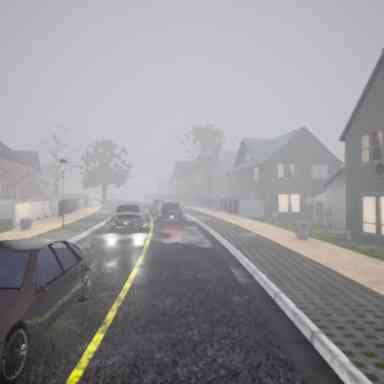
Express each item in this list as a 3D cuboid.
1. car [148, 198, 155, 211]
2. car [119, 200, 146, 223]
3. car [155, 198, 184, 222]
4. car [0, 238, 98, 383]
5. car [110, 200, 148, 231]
[{"bbox_3d":[-4.075,1.450,39.710,1.812,1.442,4.674,0,0,-11],"label":"car"},{"bbox_3d":[-4.666,1.461,26.657,1.837,1.490,4.892,0,0,-7],"label":"car"},{"bbox_3d":[-1.704,1.472,25.603,1.837,1.490,4.892,0,0,-7],"label":"car"},{"bbox_3d":[-3.012,1.545,5.537,2.033,1.411,5.357,0,0,-2],"label":"car"},{"bbox_3d":[-3.895,1.481,20.668,1.837,1.490,4.892,0,0,-6],"label":"car"}]
